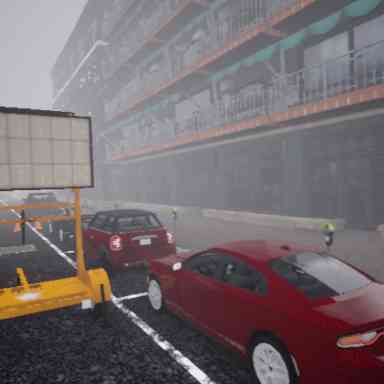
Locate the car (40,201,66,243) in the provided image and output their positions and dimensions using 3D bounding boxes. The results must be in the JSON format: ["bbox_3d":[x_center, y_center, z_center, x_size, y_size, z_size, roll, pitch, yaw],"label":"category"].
[{"bbox_3d":[-5.082,1.268,14.480,2.008,1.369,4.403,-3,2,-31],"label":"car"}]

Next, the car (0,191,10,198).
[{"bbox_3d":[-43.403,0.596,76.930,1.887,1.381,4.507,-3,2,-31],"label":"car"}]

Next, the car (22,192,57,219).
[{"bbox_3d":[-10.984,0.932,24.082,2.192,1.841,5.009,-3,2,-31],"label":"car"}]

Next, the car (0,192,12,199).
[{"bbox_3d":[-37.598,0.679,67.467,1.752,1.417,4.829,-3,2,-31],"label":"car"}]

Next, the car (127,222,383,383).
[{"bbox_3d":[0.812,1.361,4.872,1.887,1.381,4.507,-3,2,-31],"label":"car"}]

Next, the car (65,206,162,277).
[{"bbox_3d":[-2.139,1.207,9.673,1.967,1.590,4.097,-3,2,-31],"label":"car"}]

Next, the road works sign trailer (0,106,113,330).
[{"bbox_3d":[-2.962,0.370,5.795,2.380,3.560,2.880,-3,2,-31],"label":"road works sign trailer"}]
